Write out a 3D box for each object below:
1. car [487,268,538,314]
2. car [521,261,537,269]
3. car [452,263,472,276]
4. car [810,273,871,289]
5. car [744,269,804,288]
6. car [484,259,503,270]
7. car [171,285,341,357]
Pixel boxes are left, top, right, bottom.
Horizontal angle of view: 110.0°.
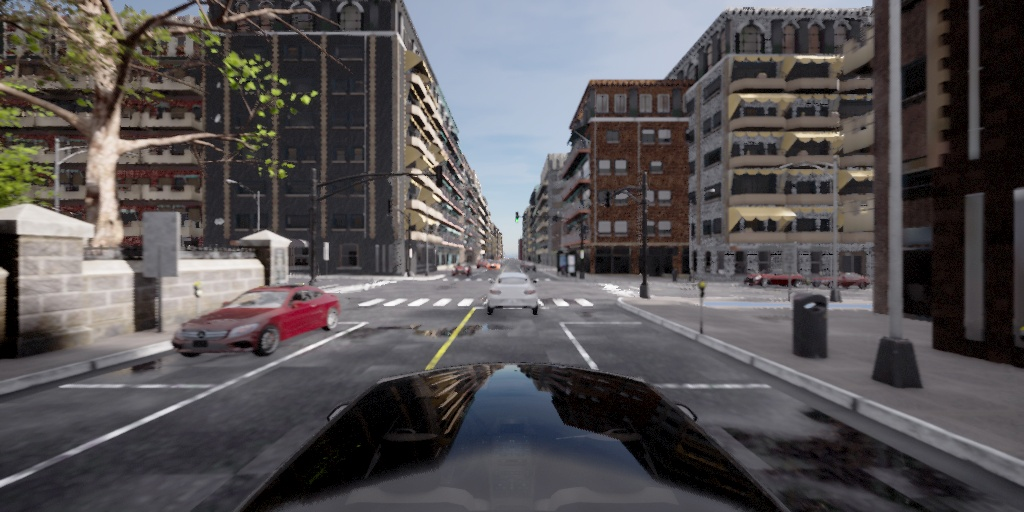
[{"bbox_3d":[0.039,1.366,14.168,1.812,1.442,4.674,0,0,1],"label":"car"},{"bbox_3d":[2.703,1.668,52.315,2.007,1.370,4.403,0,0,0],"label":"car"},{"bbox_3d":[-5.680,1.475,41.046,1.967,1.591,4.097,0,0,0],"label":"car"},{"bbox_3d":[27.060,2.016,29.540,4.207,1.307,1.802,0,0,-1],"label":"car"},{"bbox_3d":[21.386,1.773,29.474,4.097,1.591,1.967,0,0,-1],"label":"car"},{"bbox_3d":[-3.042,1.526,59.983,2.097,1.767,4.553,0,0,1],"label":"car"},{"bbox_3d":[-5.687,1.382,8.636,1.802,1.307,4.207,0,0,0],"label":"car"}]
